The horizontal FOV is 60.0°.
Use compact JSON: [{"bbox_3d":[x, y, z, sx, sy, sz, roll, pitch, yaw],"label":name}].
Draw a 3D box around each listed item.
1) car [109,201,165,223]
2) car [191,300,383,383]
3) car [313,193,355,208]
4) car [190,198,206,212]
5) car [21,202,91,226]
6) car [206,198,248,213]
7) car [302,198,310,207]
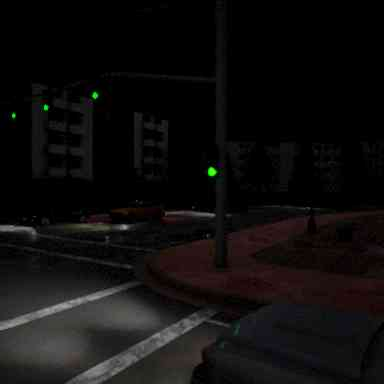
[{"bbox_3d":[-4.125,1.473,25.580,1.882,1.535,5.008,0,0,34],"label":"car"},{"bbox_3d":[2.313,1.601,2.384,4.718,1.301,1.895,0,0,37],"label":"car"},{"bbox_3d":[20.458,1.213,47.272,5.566,2.045,2.150,0,0,-21],"label":"car"},{"bbox_3d":[1.887,1.486,39.093,4.902,1.511,2.128,0,0,-44],"label":"car"},{"bbox_3d":[-9.584,1.498,23.720,1.837,1.490,4.892,0,1,35],"label":"car"},{"bbox_3d":[4.167,1.474,36.457,5.008,1.535,1.882,0,0,-45],"label":"car"},{"bbox_3d":[19.541,1.225,50.678,5.566,2.045,2.150,0,0,-20],"label":"car"}]
